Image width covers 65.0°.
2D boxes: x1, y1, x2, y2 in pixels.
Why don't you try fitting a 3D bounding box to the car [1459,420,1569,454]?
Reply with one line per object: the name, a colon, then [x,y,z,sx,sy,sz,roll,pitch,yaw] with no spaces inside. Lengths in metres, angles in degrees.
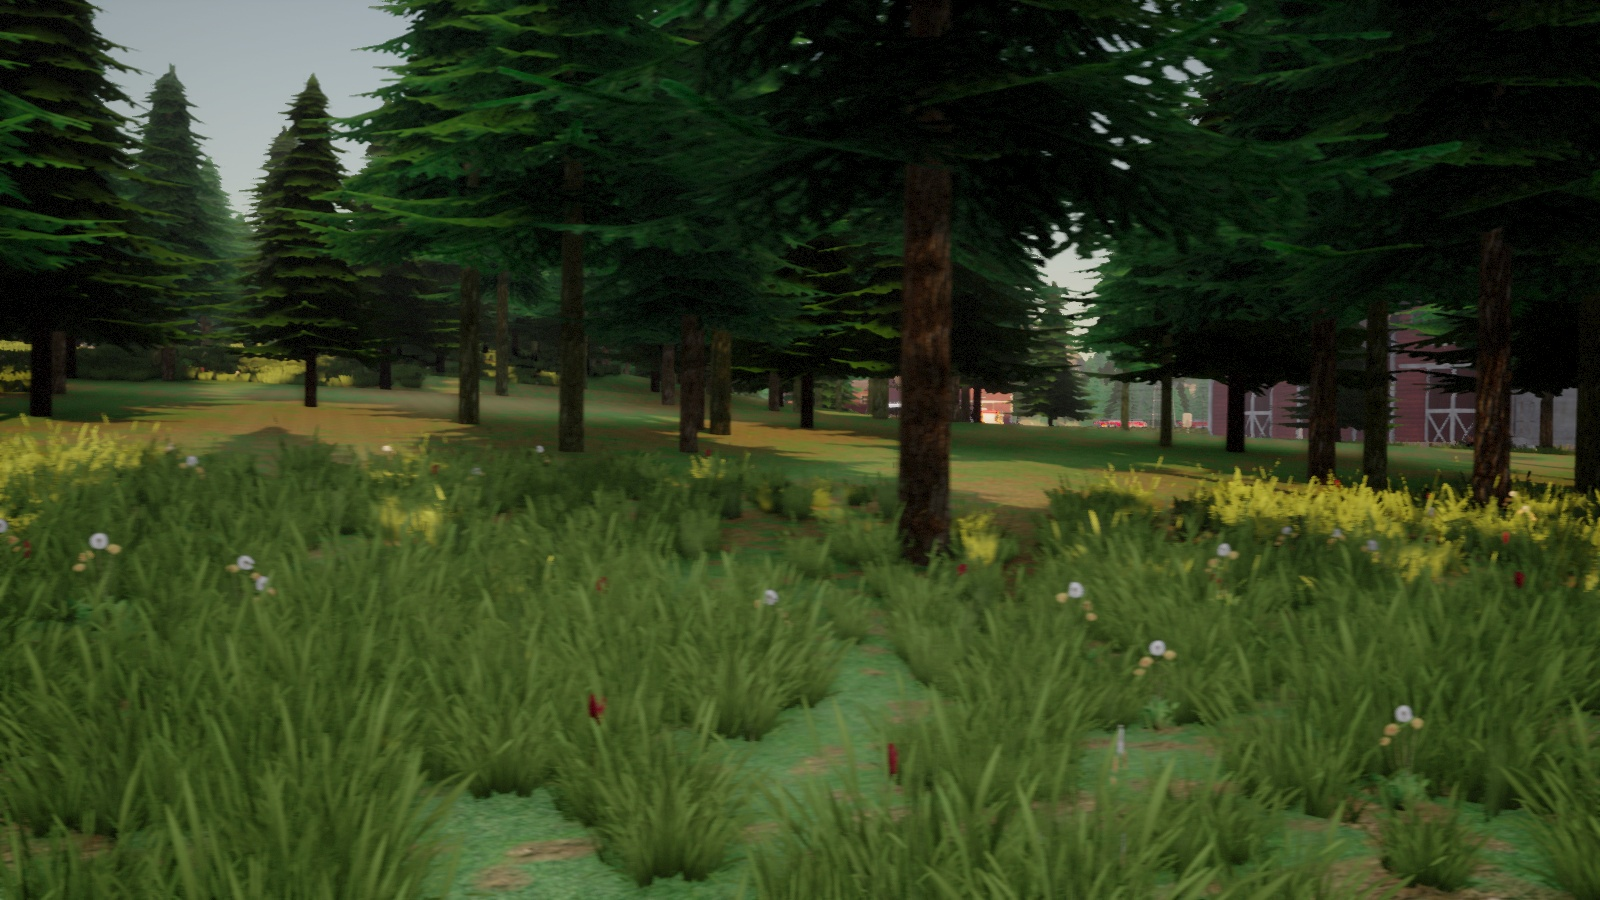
car: [32.694,-0.619,57.613,1.816,1.474,4.193,-1,1,-20]
